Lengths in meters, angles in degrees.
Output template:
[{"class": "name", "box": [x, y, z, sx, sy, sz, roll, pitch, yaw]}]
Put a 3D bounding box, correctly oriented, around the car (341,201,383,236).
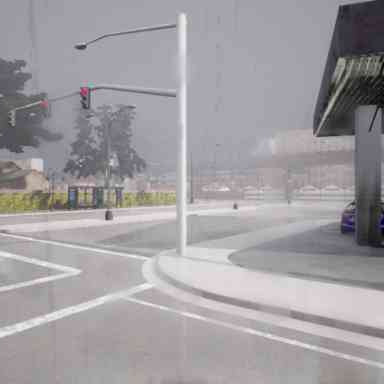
[{"class": "car", "box": [9.458, 1.295, 17.721, 2.242, 1.667, 4.611, 0, 0, 37]}]
